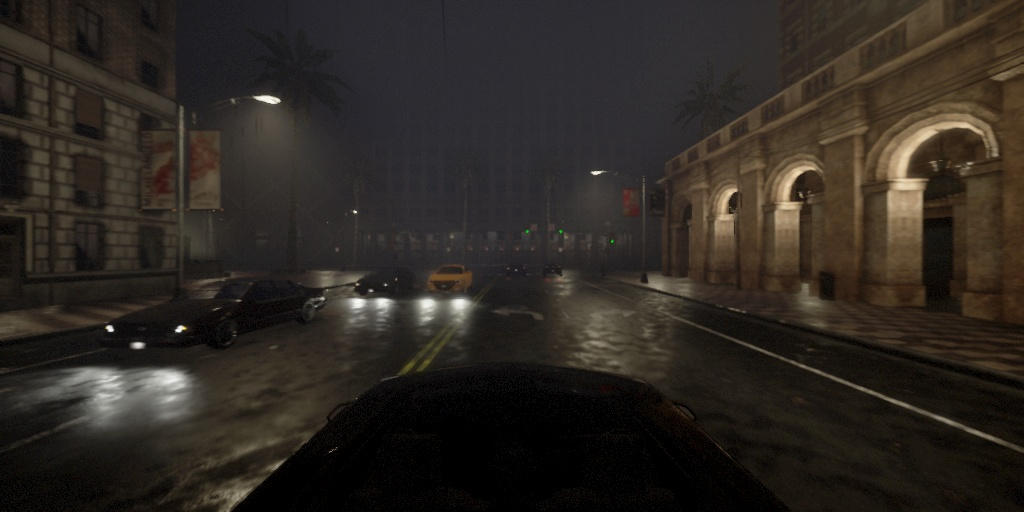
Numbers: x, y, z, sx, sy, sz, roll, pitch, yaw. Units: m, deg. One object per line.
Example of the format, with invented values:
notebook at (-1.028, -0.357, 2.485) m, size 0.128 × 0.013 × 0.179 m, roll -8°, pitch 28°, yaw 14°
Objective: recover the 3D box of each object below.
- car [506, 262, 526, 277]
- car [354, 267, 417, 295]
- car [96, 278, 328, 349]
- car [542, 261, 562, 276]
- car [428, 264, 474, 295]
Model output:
car at (0.433, 1.317, 35.994) m, size 1.994 × 1.385 × 4.181 m, roll 0°, pitch 0°, yaw 1°
car at (-6.825, 1.298, 20.059) m, size 2.033 × 1.411 × 5.357 m, roll 0°, pitch 0°, yaw 1°
car at (-6.983, 1.297, 9.403) m, size 2.033 × 1.411 × 5.357 m, roll 0°, pitch 0°, yaw 1°
car at (4.061, 1.245, 36.774) m, size 2.128 × 1.511 × 4.902 m, roll 0°, pitch 0°, yaw 3°
car at (-3.329, 1.230, 20.211) m, size 1.882 × 1.535 × 5.008 m, roll 0°, pitch 0°, yaw 1°
